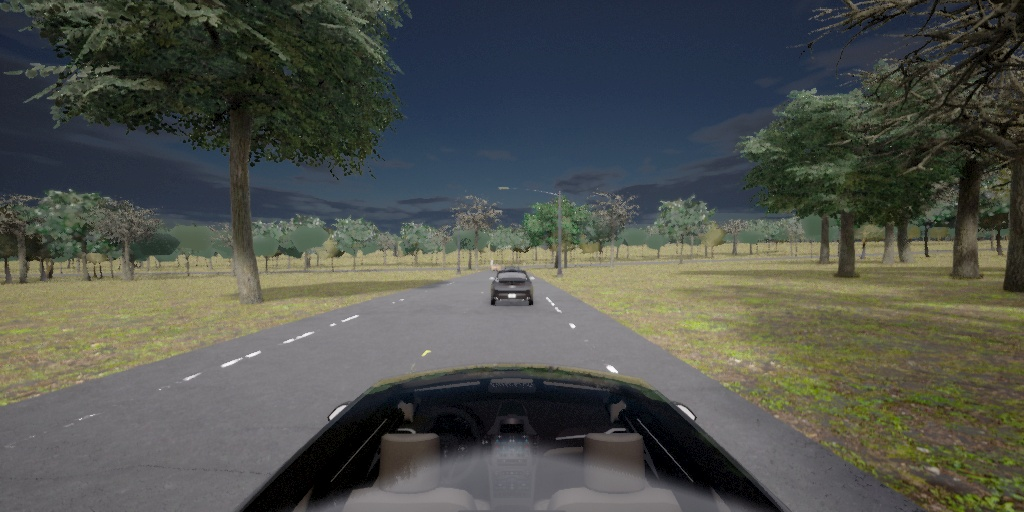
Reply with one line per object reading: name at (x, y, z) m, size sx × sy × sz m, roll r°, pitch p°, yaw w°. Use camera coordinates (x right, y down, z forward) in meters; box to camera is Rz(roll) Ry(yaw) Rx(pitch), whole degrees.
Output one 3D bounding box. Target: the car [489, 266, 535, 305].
car at (0.001, 1.357, 16.522) m, size 1.837 × 1.490 × 4.892 m, roll 0°, pitch -1°, yaw 0°
